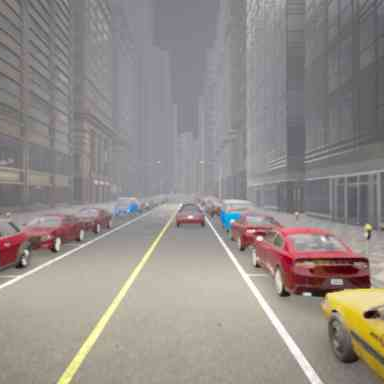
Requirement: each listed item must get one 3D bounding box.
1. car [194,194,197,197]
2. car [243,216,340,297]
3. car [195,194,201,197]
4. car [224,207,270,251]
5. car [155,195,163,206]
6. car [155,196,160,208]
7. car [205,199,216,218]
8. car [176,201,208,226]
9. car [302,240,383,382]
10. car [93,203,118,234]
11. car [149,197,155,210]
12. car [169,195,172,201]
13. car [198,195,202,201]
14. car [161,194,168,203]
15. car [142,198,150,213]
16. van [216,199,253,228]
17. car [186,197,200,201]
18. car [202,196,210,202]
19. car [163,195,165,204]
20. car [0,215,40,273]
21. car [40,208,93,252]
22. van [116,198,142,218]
[{"bbox_3d":[2.073,1.712,75.698,1.947,1.339,4.313,0,0,-1],"label":"car"},{"bbox_3d":[2.697,1.555,8.476,1.887,1.381,4.507,0,0,-1],"label":"car"},{"bbox_3d":[2.125,1.699,70.096,1.947,1.339,4.313,0,0,-1],"label":"car"},{"bbox_3d":[2.645,1.566,14.077,1.887,1.381,4.507,0,0,-1],"label":"car"},{"bbox_3d":[-6.243,1.557,53.200,1.967,1.590,4.097,0,0,-1],"label":"car"},{"bbox_3d":[-6.192,1.672,47.599,1.947,1.339,4.313,0,0,-1],"label":"car"},{"bbox_3d":[2.489,1.599,30.883,1.887,1.381,4.507,0,0,-1],"label":"car"},{"bbox_3d":[-0.115,1.611,23.711,1.994,1.385,4.181,0,0,-1],"label":"car"},{"bbox_3d":[2.747,1.526,3.043,1.752,1.417,4.829,0,0,-1],"label":"car"},{"bbox_3d":[-5.932,1.595,19.591,1.887,1.381,4.507,0,0,-1],"label":"car"},{"bbox_3d":[-6.139,1.535,41.998,1.967,1.590,4.097,0,0,-1],"label":"car"},{"bbox_3d":[-6.451,1.479,75.607,2.192,1.841,5.009,0,0,-1],"label":"car"},{"bbox_3d":[2.281,1.643,53.290,1.887,1.381,4.507,0,0,-1],"label":"car"},{"bbox_3d":[-6.347,1.455,64.404,2.192,1.841,5.009,0,0,-1],"label":"car"},{"bbox_3d":[-6.088,1.666,36.395,1.802,1.307,4.206,0,0,-1],"label":"car"},{"bbox_3d":[2.593,1.373,19.679,1.690,1.788,3.998,0,0,-1],"label":"van"},{"bbox_3d":[-0.281,1.682,41.500,1.895,1.301,4.718,0,0,0],"label":"car"},{"bbox_3d":[2.437,1.505,36.485,1.967,1.590,4.097,0,0,-1],"label":"car"},{"bbox_3d":[-6.295,1.694,58.801,1.947,1.339,4.313,0,0,-1],"label":"car"},{"bbox_3d":[-5.828,1.469,8.388,1.967,1.590,4.097,0,0,-1],"label":"car"},{"bbox_3d":[-5.880,1.585,13.989,1.887,1.381,4.507,0,0,-1],"label":"car"},{"bbox_3d":[-6.036,1.414,30.795,1.690,1.788,3.998,0,0,-1],"label":"van"}]
